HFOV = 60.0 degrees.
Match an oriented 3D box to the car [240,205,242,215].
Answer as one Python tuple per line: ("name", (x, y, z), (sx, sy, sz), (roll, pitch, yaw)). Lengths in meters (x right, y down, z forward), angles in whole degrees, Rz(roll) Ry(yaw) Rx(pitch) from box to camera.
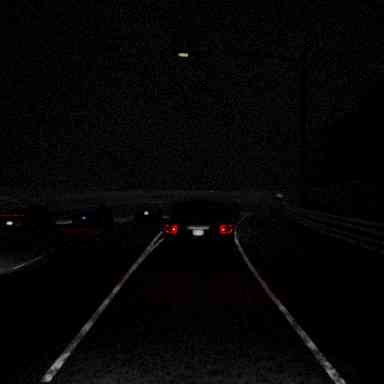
("car", (3.651, 1.607, 32.316), (2.033, 1.411, 5.357), (0, -1, 15))

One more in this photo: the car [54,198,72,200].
("car", (-24.511, 1.919, 65.158), (2.128, 1.511, 4.902), (0, -1, 0))

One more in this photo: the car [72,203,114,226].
("car", (-6.904, 1.506, 23.710), (1.882, 1.535, 5.008), (0, 0, 0))

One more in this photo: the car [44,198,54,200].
("car", (-28.011, 1.934, 65.157), (2.033, 1.411, 5.357), (0, -1, 0))

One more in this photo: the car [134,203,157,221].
("car", (-3.505, 1.599, 27.449), (1.994, 1.385, 4.181), (0, 0, 0))

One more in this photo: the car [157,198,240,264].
("car", (0.307, 1.233, 12.015), (2.150, 2.045, 5.566), (0, 0, 3))

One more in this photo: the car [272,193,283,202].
("car", (20.542, 1.574, 80.765), (1.812, 1.442, 4.674), (-1, 1, 17))

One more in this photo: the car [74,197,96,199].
("car", (-21.012, 1.920, 65.199), (1.812, 1.442, 4.674), (0, -1, 0))

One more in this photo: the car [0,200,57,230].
("car", (-10.403, 1.530, 21.455), (1.837, 1.490, 4.892), (0, 0, 0))

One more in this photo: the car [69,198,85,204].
("car", (-28.014, 2.233, 80.991), (2.033, 1.411, 5.357), (0, -1, 0))

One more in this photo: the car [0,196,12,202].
("car", (-43.982, 1.580, 78.707), (1.812, 1.442, 4.674), (1, 0, -15))
